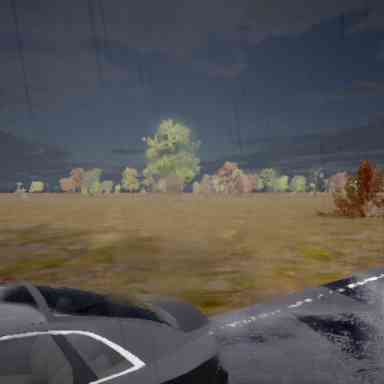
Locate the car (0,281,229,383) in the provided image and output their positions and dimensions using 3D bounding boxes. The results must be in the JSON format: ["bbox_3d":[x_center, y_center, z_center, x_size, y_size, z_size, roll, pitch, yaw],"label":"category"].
[{"bbox_3d":[-1.964,1.510,2.037,4.892,1.490,1.837,0,0,-36],"label":"car"}]
